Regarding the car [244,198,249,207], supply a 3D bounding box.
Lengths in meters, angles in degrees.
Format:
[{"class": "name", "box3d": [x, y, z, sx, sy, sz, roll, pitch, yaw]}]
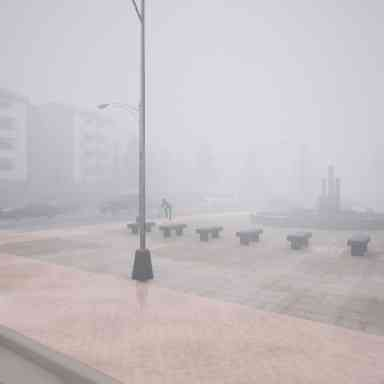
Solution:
[{"class": "car", "box3d": [6.550, 1.506, 51.398, 4.892, 1.490, 1.837, 0, 0, -25]}]

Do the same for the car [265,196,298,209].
[{"class": "car", "box3d": [12.479, 1.352, 46.104, 4.553, 1.767, 2.097, 0, 0, -22]}]

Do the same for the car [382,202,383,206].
[{"class": "car", "box3d": [28.784, 1.601, 45.450, 4.718, 1.301, 1.895, 0, 0, 1]}]

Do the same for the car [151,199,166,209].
[{"class": "car", "box3d": [-5.659, 1.601, 43.224, 4.718, 1.301, 1.895, 0, 0, -42]}]

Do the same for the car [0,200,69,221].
[{"class": "car", "box3d": [-13.523, 1.547, 27.988, 2.033, 1.411, 5.357, 0, 0, 33]}]

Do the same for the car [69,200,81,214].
[{"class": "car", "box3d": [-13.568, 1.526, 33.952, 1.812, 1.442, 4.674, 0, 0, 36]}]

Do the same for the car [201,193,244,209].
[{"class": "car", "box3d": [3.926, 1.223, 46.020, 5.566, 2.045, 2.150, 0, 0, -31]}]

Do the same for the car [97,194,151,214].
[{"class": "car", "box3d": [-7.519, 1.221, 36.212, 2.150, 2.045, 5.566, 0, 0, 40]}]

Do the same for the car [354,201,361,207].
[{"class": "car", "box3d": [22.159, 1.601, 48.654, 4.718, 1.301, 1.895, 0, 0, -7]}]

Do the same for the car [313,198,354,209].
[{"class": "car", "box3d": [18.525, 1.505, 44.302, 4.892, 1.490, 1.837, 0, 0, -14]}]

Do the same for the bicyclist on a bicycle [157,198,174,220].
[{"class": "bicyclist on a bicycle", "box3d": [-2.003, 1.301, 24.805, 1.656, 1.620, 0.582, 0, 0, 33]}]
